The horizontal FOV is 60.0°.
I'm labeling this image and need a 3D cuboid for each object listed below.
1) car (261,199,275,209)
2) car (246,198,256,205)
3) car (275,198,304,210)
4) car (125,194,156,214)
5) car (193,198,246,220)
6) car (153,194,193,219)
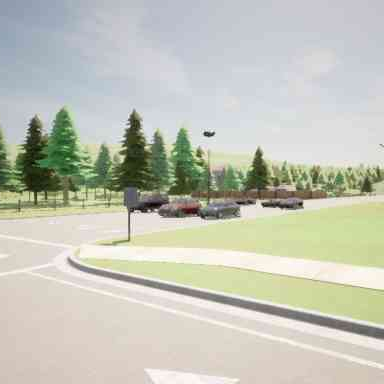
[{"bbox_3d":[11.285,1.601,46.333,1.895,1.301,4.718,0,0,36],"label":"car"},{"bbox_3d":[8.746,1.601,54.655,1.895,1.301,4.718,0,0,37],"label":"car"},{"bbox_3d":[12.743,1.477,42.413,1.882,1.535,5.008,0,0,36],"label":"car"},{"bbox_3d":[-4.710,1.220,36.396,2.150,2.045,5.566,0,0,36],"label":"car"},{"bbox_3d":[2.456,1.505,28.401,1.837,1.490,4.892,0,0,36],"label":"car"},{"bbox_3d":[-0.933,1.352,29.695,2.097,1.767,4.553,0,0,36],"label":"car"}]
